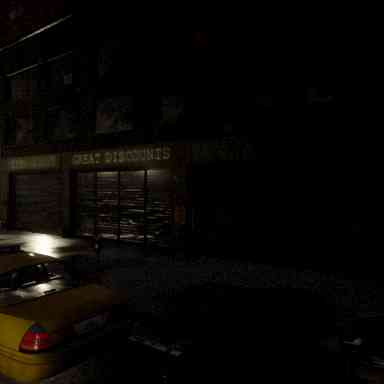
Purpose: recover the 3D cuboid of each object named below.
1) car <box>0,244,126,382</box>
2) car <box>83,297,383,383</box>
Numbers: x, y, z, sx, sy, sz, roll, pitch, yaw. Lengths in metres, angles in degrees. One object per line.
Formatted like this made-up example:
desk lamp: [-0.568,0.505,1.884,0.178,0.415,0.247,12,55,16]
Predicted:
car: [-3.066,1.524,5.276,4.829,1.417,1.752,0,1,36]
car: [1.617,1.551,1.930,4.403,1.369,2.008,0,1,36]
